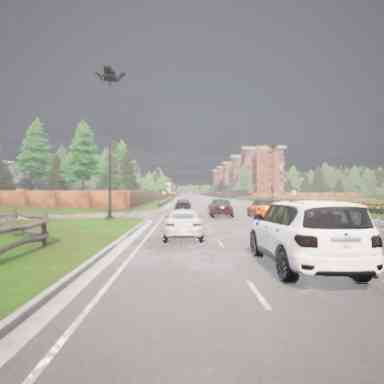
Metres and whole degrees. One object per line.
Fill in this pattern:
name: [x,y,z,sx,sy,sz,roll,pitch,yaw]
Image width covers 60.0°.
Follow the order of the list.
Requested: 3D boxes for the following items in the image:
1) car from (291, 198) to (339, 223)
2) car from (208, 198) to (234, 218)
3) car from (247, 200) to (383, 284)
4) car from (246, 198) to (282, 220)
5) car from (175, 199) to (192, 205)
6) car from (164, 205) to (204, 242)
car: [9.806,1.443,27.014,2.097,1.767,4.553,0,0,-2]
car: [2.672,1.451,31.990,2.097,1.767,4.553,0,0,-2]
car: [3.263,1.256,9.869,2.150,2.045,5.566,0,0,-2]
car: [6.238,1.447,29.536,2.097,1.767,4.553,0,0,-2]
car: [-1.035,1.624,39.723,1.837,1.490,4.892,0,0,-1]
car: [-0.422,1.575,16.611,1.812,1.442,4.674,0,0,-2]
